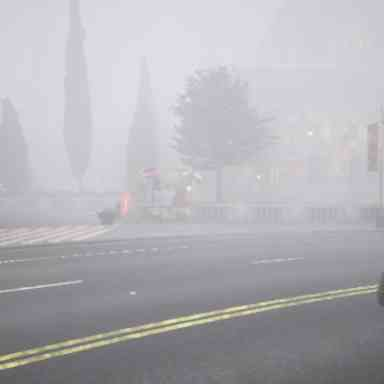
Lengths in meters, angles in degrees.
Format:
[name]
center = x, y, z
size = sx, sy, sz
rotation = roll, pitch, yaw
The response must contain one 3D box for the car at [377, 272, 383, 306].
[car]
center = 5.510, 1.604, 6.064
size = 4.181, 1.385, 1.994
rotation = 0, 0, -22
